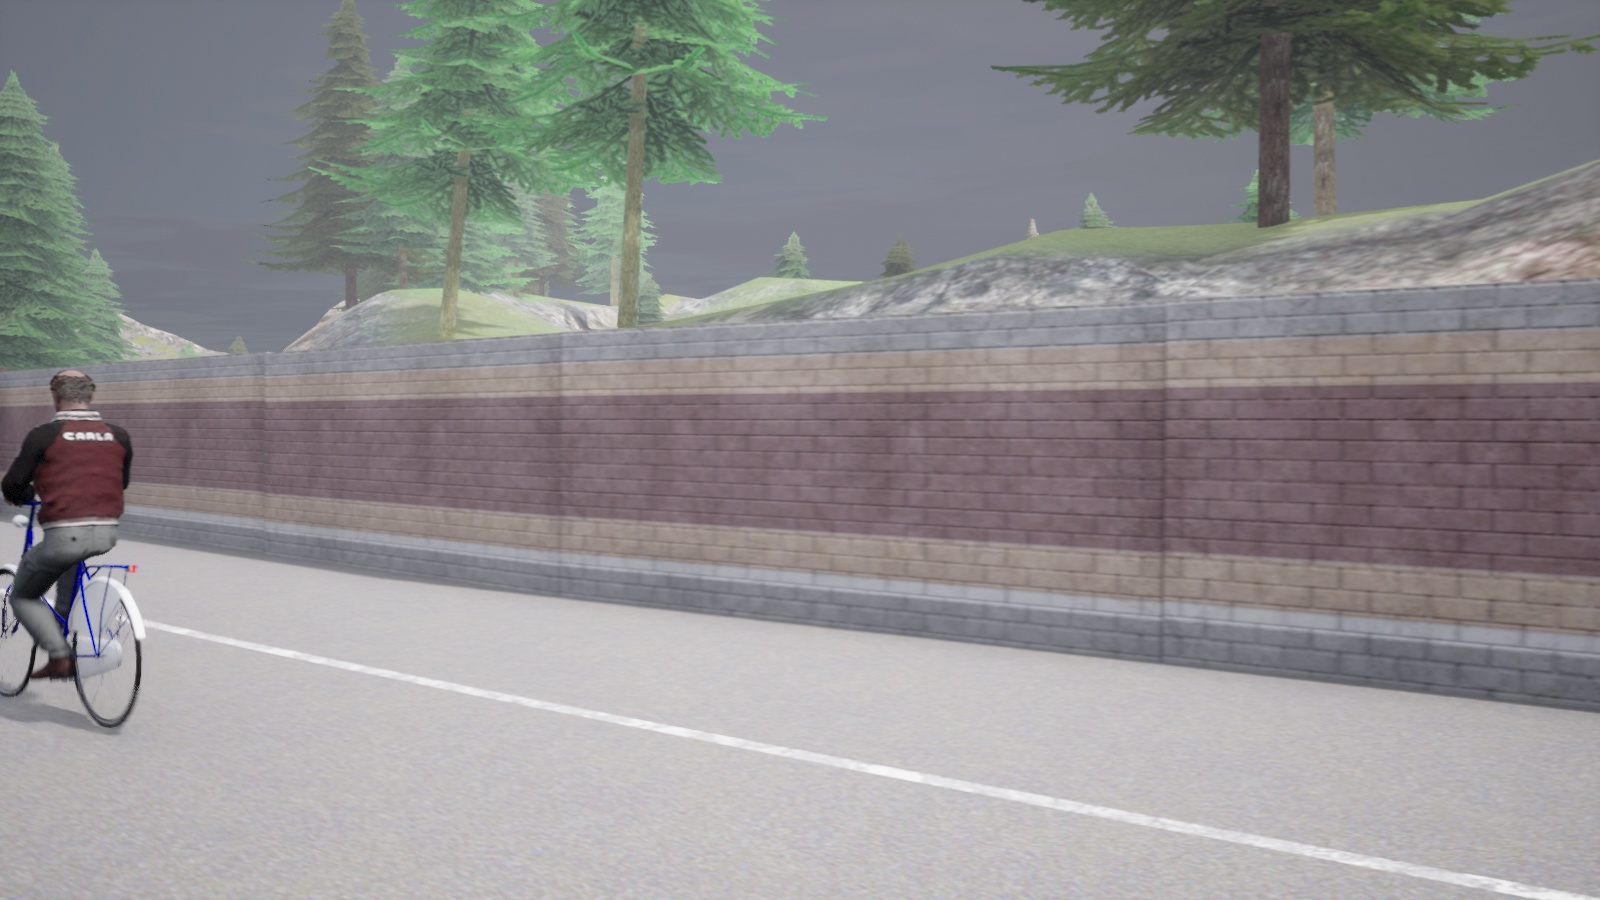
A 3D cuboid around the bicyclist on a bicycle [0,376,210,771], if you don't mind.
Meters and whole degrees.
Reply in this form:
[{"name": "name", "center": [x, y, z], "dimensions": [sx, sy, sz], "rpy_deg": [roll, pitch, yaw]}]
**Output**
[{"name": "bicyclist on a bicycle", "center": [-3.842, 0.549, 6.460], "dimensions": [1.843, 1.776, 0.659], "rpy_deg": [0, 1, 37]}]
